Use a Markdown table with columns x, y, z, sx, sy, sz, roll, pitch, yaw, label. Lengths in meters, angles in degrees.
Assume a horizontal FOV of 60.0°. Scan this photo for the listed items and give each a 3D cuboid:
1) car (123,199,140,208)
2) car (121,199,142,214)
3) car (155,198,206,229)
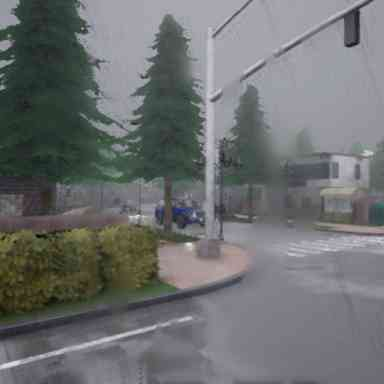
| x | y | z | sx | sy | sz | roll | pitch | yaw | label |
| --- | --- | --- | --- | --- | --- | --- | --- | --- | --- |
| -10.138 | 1.933 | 55.990 | 2.033 | 1.411 | 5.357 | 0 | 0 | -1 | car |
| -6.932 | 1.829 | 37.684 | 1.994 | 1.385 | 4.181 | 0 | 0 | -18 | car |
| -0.795 | 1.469 | 24.317 | 2.150 | 2.045 | 5.566 | 0 | 0 | -31 | car |
